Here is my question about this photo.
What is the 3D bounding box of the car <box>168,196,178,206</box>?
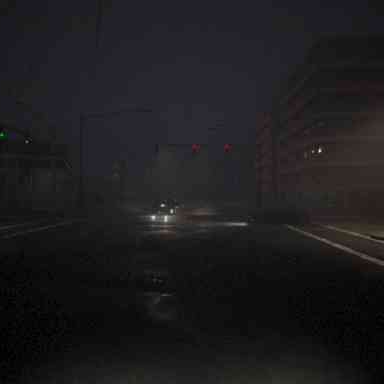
[{"bbox_3d":[-3.231,1.564,44.118,1.994,1.385,4.181,0,0,0],"label":"car"}]

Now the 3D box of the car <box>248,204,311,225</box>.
[{"bbox_3d":[6.085,1.564,23.361,4.181,1.385,1.994,0,0,0],"label":"car"}]

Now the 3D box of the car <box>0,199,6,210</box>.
[{"bbox_3d":[-24.030,1.456,38.948,3.806,1.475,1.970,0,0,1],"label":"car"}]

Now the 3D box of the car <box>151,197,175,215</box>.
[{"bbox_3d":[-3.153,1.547,34.731,2.033,1.411,5.357,0,0,-1],"label":"car"}]
